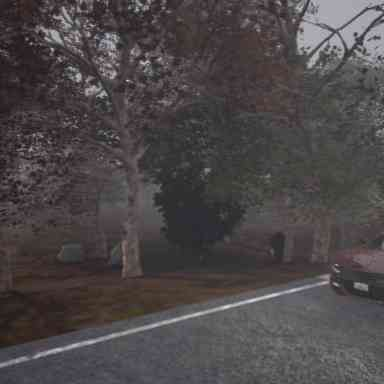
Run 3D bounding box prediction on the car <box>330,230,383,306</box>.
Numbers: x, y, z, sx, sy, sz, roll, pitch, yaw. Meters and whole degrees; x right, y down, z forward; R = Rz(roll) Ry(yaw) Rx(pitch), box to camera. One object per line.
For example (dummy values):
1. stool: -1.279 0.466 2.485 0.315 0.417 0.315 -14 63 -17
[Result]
1. car: 5.167 1.507 7.528 5.008 1.535 1.882 1 -1 -35
